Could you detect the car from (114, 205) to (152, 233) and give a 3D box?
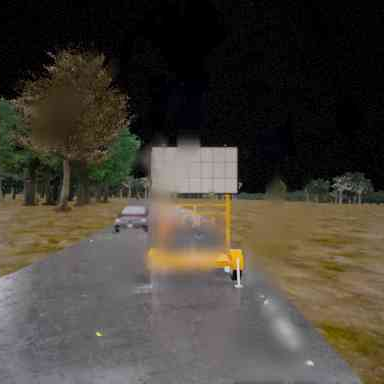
[{"bbox_3d":[-3.403,1.523,19.956,1.812,1.442,4.674,0,0,-3],"label":"car"}]

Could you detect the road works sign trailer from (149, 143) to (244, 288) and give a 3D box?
[{"bbox_3d":[0.071,0.464,9.224,2.380,3.560,2.880,0,0,-2],"label":"road works sign trailer"}]
